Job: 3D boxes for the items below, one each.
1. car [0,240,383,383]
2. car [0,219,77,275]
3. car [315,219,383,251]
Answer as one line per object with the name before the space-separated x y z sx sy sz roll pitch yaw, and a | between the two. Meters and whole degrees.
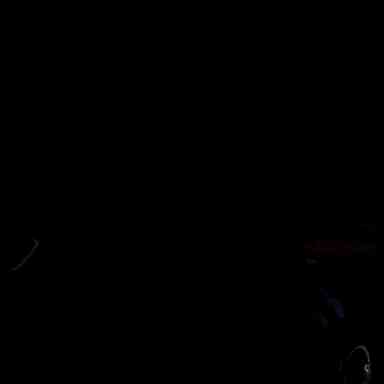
car | 0.166 1.552 3.496 5.357 1.411 2.033 0 0 -36
car | -3.829 1.313 3.800 5.009 1.841 2.192 0 0 -36
car | 5.181 1.550 10.228 4.829 1.417 1.752 0 0 -34
